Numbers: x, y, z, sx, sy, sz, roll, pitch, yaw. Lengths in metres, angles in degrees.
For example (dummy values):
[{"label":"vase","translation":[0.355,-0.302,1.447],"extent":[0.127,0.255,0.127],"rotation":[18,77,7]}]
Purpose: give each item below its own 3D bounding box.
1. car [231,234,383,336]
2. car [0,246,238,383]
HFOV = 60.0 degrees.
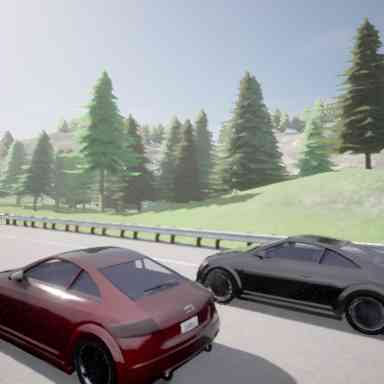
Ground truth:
[{"label":"car","translation":[2.144,1.565,6.761],"extent":[4.181,1.385,1.994],"rotation":[0,0,35]},{"label":"car","translation":[-1.662,1.566,5.176],"extent":[4.181,1.385,1.994],"rotation":[0,0,35]}]
